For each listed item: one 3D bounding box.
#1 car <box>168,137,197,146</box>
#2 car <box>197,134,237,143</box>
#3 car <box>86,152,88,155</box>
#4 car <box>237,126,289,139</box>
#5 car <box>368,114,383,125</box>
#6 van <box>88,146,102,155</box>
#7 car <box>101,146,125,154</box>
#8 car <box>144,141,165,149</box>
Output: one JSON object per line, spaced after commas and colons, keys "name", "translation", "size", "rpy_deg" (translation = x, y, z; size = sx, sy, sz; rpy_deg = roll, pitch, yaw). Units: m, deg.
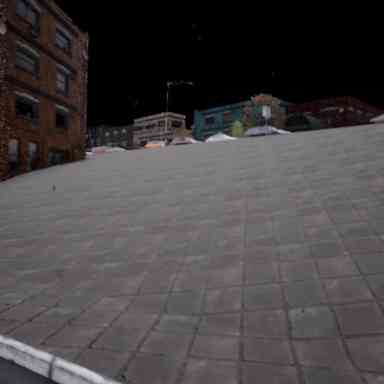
{"name": "car", "translation": [-0.553, -5.444, 37.822], "size": [2.185, 1.767, 4.553], "rpy_deg": [1, 2, -40]}
{"name": "car", "translation": [3.122, -5.050, 33.511], "size": [2.002, 1.452, 4.674], "rpy_deg": [1, 2, -40]}
{"name": "car", "translation": [-18.440, -6.326, 58.794], "size": [2.002, 1.452, 4.674], "rpy_deg": [1, 2, -40]}
{"name": "car", "translation": [6.689, -4.994, 29.330], "size": [2.185, 1.767, 4.553], "rpy_deg": [1, 2, -40]}
{"name": "car", "translation": [13.779, -4.425, 21.015], "size": [2.231, 1.521, 4.892], "rpy_deg": [1, 2, -40]}
{"name": "van", "translation": [-14.774, -6.387, 54.497], "size": [1.878, 1.987, 4.442], "rpy_deg": [1, 2, -40]}
{"name": "car", "translation": [-11.280, -5.959, 50.398], "size": [2.231, 1.521, 4.892], "rpy_deg": [1, 2, -40]}
{"name": "car", "translation": [-4.132, -5.662, 42.019], "size": [2.185, 1.767, 4.553], "rpy_deg": [1, 2, -40]}
